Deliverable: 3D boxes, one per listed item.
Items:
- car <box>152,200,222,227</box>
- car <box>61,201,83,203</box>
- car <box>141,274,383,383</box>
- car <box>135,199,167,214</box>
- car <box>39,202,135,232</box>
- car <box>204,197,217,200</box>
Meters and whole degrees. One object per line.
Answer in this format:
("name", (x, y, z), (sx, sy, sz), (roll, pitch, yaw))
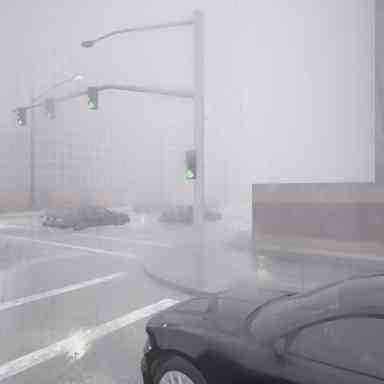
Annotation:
("car", (-0.017, 1.547, 23.087), (2.033, 1.411, 5.357), (0, 0, 36))
("car", (-10.099, 1.492, 27.428), (2.128, 1.511, 4.902), (0, 0, 34))
("car", (1.741, 1.478, 2.764), (5.008, 1.535, 1.882), (0, 0, 37))
("car", (-4.172, 1.505, 35.566), (1.837, 1.490, 4.892), (0, 0, 36))
("car", (-6.284, 1.547, 20.370), (2.033, 1.411, 5.357), (0, 0, 35))
("car", (1.997, 1.478, 44.022), (1.882, 1.535, 5.008), (0, 0, 36))
